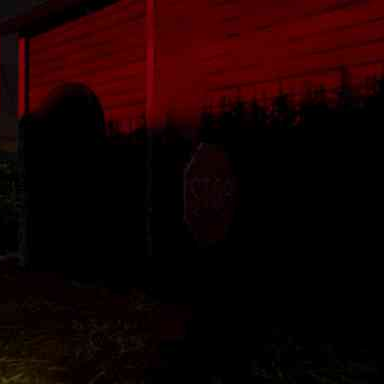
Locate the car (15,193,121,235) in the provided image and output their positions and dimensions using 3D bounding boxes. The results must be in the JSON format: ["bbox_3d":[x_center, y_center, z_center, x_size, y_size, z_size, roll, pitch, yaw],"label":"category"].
[{"bbox_3d":[-6.945,1.085,19.343,2.150,2.045,5.566,1,0,34],"label":"car"}]

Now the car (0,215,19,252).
[{"bbox_3d":[-7.242,1.257,10.821,2.097,1.767,4.553,1,0,-1],"label":"car"}]
